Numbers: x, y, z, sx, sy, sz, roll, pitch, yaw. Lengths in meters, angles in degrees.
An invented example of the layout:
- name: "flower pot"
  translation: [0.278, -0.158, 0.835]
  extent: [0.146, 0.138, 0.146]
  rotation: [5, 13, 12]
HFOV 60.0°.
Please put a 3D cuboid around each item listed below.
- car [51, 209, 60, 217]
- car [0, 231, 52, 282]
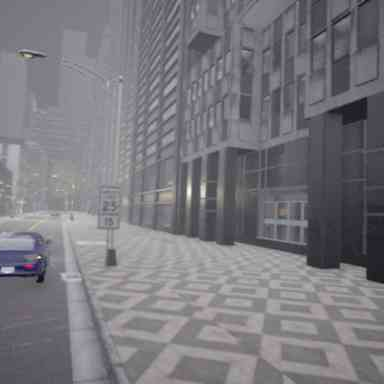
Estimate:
- name: "car"
  translation: [-33.712, 5.441, 81.917]
  extent: [1.994, 1.385, 4.181]
  rotation: [4, -4, -21]
- name: "car"
  translation: [-5.769, 2.018, 11.054]
  extent: [1.812, 1.442, 4.674]
  rotation: [4, -4, -21]
